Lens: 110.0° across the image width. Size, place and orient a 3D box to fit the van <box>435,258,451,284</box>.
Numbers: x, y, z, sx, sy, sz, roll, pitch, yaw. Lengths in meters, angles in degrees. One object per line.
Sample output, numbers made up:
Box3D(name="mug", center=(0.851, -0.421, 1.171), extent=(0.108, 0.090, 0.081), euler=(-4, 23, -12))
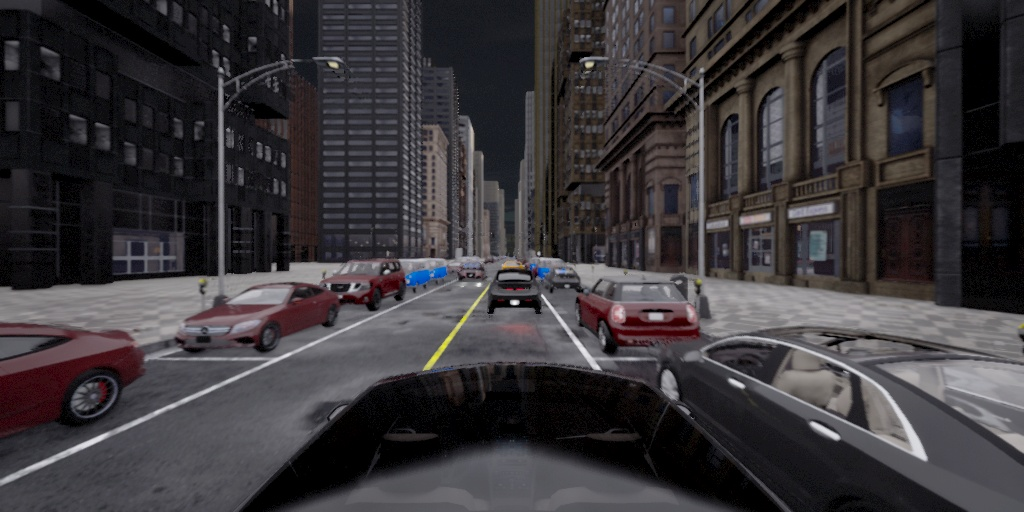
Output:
Box3D(name="van", center=(-5.771, 1.053, 25.825), extent=(1.690, 1.789, 3.998), euler=(0, 0, 0))

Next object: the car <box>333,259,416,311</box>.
Box3D(name="car", center=(-5.767, 1.044, 14.470), extent=(2.192, 1.841, 5.009), euler=(0, 0, 0))

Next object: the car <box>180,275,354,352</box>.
Box3D(name="car", center=(-5.765, 1.321, 8.793), extent=(1.802, 1.307, 4.207), euler=(0, 0, 0))

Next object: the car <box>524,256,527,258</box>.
Box3D(name="car", center=(2.747, 1.122, 48.547), extent=(1.967, 1.591, 4.097), euler=(0, 0, 0))

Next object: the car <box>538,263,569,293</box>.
Box3D(name="car", center=(2.756, 1.271, 20.160), extent=(2.007, 1.370, 4.403), euler=(0, 0, 0))

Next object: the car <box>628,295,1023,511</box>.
Box3D(name="car", center=(2.762, 1.298, 3.126), extent=(2.007, 1.370, 4.403), euler=(0, 0, 0))

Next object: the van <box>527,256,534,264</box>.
Box3D(name="van", center=(2.751, 1.037, 37.192), extent=(1.690, 1.789, 3.998), euler=(0, 0, 0))

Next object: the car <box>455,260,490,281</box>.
Box3D(name="car", center=(-3.108, 1.272, 28.974), extent=(1.994, 1.385, 4.181), euler=(0, 0, 0))

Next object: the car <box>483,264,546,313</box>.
Box3D(name="car", center=(0.089, 1.235, 13.865), extent=(1.837, 1.490, 4.892), euler=(0, 0, 0))

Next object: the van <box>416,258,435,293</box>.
Box3D(name="van", center=(-5.769, 1.062, 20.148), extent=(1.690, 1.789, 3.998), euler=(0, 0, 0))

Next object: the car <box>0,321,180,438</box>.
Box3D(name="car", center=(-5.764, 1.330, 3.115), extent=(1.802, 1.307, 4.207), euler=(0, 0, 0))

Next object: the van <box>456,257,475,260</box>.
Box3D(name="van", center=(-5.776, 1.030, 42.857), extent=(1.690, 1.789, 3.998), euler=(0, 0, 0))

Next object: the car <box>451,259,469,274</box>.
Box3D(name="car", center=(-5.775, 1.279, 37.180), extent=(1.802, 1.307, 4.207), euler=(0, 0, 0))

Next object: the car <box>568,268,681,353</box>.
Box3D(name="car", center=(2.760, 1.178, 8.804), extent=(1.967, 1.591, 4.097), euler=(0, 0, 0))

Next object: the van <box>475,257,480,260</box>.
Box3D(name="van", center=(-5.780, 1.016, 54.212), extent=(1.690, 1.789, 3.998), euler=(0, 0, 0))

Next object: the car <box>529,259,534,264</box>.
Box3D(name="car", center=(2.752, 1.249, 31.515), extent=(1.888, 1.381, 4.507), euler=(0, 0, 0))

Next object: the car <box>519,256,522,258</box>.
Box3D(name="car", center=(2.743, 0.983, 59.902), extent=(2.192, 1.841, 5.009), euler=(0, 0, 0))

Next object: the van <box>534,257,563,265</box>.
Box3D(name="van", center=(2.754, 1.053, 25.837), extent=(1.690, 1.789, 3.998), euler=(0, 0, 0))

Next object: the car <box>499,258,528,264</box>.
Box3D(name="car", center=(0.086, 1.183, 30.602), extent=(1.882, 1.535, 5.008), euler=(0, 0, 0))
